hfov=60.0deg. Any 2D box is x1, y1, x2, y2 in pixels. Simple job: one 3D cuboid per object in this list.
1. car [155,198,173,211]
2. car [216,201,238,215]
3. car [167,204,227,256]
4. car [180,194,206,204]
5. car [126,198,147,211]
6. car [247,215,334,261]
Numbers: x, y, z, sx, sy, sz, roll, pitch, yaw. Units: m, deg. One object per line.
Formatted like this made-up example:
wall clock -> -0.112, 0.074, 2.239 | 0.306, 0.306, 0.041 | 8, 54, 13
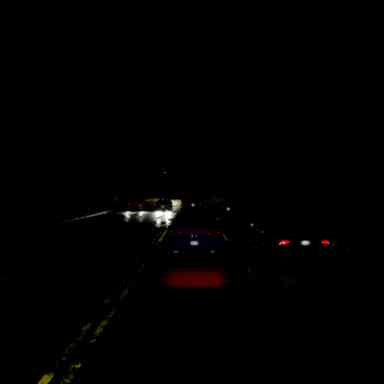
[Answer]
car -> -3.333, 1.459, 40.384 | 2.128, 1.511, 4.902 | 0, 0, 0
car -> 3.352, 1.538, 32.832 | 1.994, 1.385, 4.181 | 0, 0, 0
car -> 0.086, 1.468, 13.023 | 1.882, 1.535, 5.008 | 0, 0, 0
car -> 0.102, 1.197, 31.385 | 2.150, 2.045, 5.566 | 0, 0, 0
car -> -6.584, 1.446, 40.036 | 1.882, 1.535, 5.008 | 0, 0, 0
car -> 3.338, 1.539, 12.262 | 2.033, 1.411, 5.357 | 0, 0, 0
